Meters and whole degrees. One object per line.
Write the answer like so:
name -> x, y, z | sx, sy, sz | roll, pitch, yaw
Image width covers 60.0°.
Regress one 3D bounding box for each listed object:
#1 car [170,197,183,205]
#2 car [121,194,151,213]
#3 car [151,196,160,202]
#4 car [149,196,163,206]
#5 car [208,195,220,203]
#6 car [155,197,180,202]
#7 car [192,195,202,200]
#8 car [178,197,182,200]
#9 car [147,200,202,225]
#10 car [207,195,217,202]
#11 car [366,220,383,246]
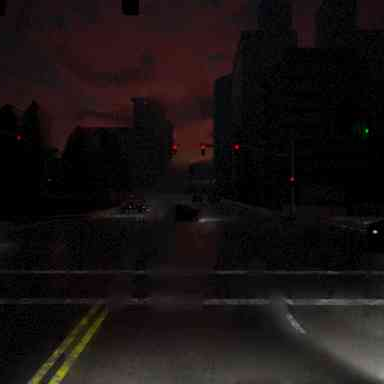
car -> -2.635, 1.547, 58.326 | 2.033, 1.411, 5.357 | 0, 0, 1
car -> -6.360, 1.221, 37.093 | 2.150, 2.045, 5.566 | 0, 0, 1
car -> -6.262, 1.491, 46.973 | 2.128, 1.511, 4.902 | 0, 0, 1
car -> -6.153, 1.505, 57.032 | 1.837, 1.490, 4.892 | 0, 0, 0
car -> 4.636, 1.547, 67.319 | 2.033, 1.411, 5.357 | 0, 0, 1
car -> -2.839, 1.601, 39.200 | 1.895, 1.301, 4.718 | 0, 0, 1
car -> 1.033, 1.352, 67.436 | 2.097, 1.767, 4.553 | 0, 0, 1
car -> -2.751, 1.564, 48.002 | 1.994, 1.385, 4.181 | 0, 0, 1
car -> -1.020, 1.564, 24.317 | 1.994, 1.385, 4.181 | 0, 0, 32
car -> 4.627, 1.478, 77.142 | 1.882, 1.535, 5.008 | 0, 0, 1
car -> 9.321, 1.564, 13.296 | 4.181, 1.385, 1.994 | 0, 0, 1
